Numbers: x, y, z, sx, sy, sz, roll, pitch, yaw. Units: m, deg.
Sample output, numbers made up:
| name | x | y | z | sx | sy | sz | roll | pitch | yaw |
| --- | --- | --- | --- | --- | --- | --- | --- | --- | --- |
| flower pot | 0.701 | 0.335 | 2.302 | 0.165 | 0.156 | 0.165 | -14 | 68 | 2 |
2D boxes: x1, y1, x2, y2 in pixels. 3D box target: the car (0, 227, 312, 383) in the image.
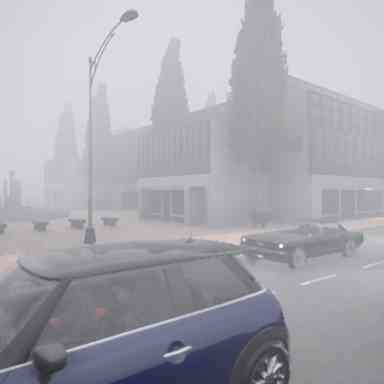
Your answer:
| name | x | y | z | sx | sy | sz | roll | pitch | yaw |
| --- | --- | --- | --- | --- | --- | --- | --- | --- | --- |
| car | -1.143 | 1.352 | 3.153 | 4.553 | 1.767 | 2.097 | 0 | 0 | -37 |

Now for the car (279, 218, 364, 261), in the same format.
| name | x | y | z | sx | sy | sz | roll | pitch | yaw |
| --- | --- | --- | --- | --- | --- | --- | --- | --- | --- |
| car | 3.787 | 1.601 | 11.240 | 4.718 | 1.301 | 1.895 | 0 | 0 | -37 |
